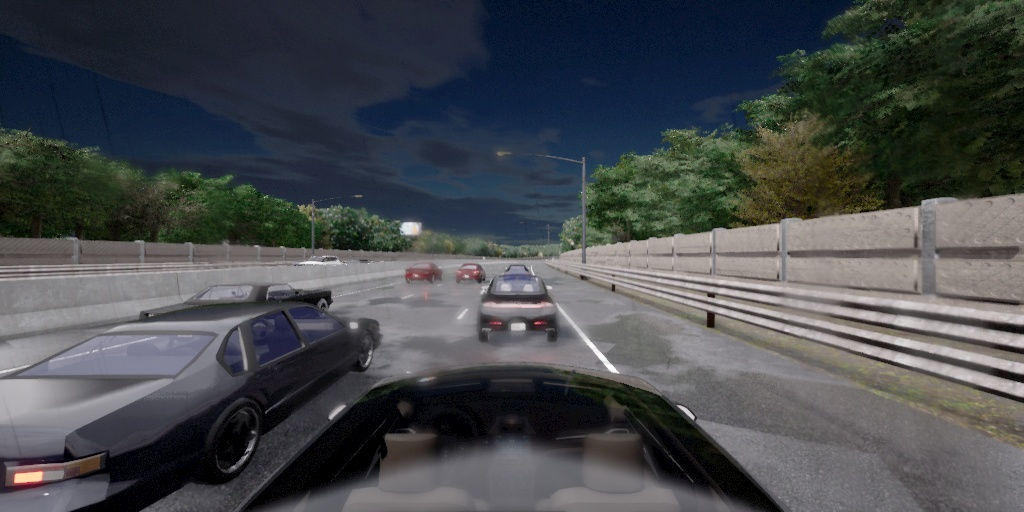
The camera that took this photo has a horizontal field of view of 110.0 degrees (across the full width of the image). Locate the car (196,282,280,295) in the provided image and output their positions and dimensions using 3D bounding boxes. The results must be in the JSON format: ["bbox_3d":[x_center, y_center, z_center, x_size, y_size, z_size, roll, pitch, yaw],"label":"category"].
[{"bbox_3d":[-6.856,1.350,9.763,1.895,1.301,4.718,0,0,0],"label":"car"}]

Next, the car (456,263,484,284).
[{"bbox_3d":[-3.092,1.288,27.374,1.812,1.442,4.674,0,0,1],"label":"car"}]

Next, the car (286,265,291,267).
[{"bbox_3d":[-23.909,1.343,40.693,1.994,1.385,4.181,0,0,2],"label":"car"}]

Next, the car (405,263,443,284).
[{"bbox_3d":[-6.584,1.239,27.382,1.882,1.535,5.008,0,0,1],"label":"car"}]

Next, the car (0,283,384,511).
[{"bbox_3d":[-3.375,1.296,4.545,2.033,1.411,5.357,0,0,-1],"label":"car"}]

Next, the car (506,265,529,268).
[{"bbox_3d":[0.405,1.328,26.762,1.994,1.385,4.181,0,0,1],"label":"car"}]

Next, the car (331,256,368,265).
[{"bbox_3d":[-16.972,1.130,38.634,2.097,1.767,4.553,0,0,2],"label":"car"}]

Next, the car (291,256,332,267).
[{"bbox_3d":[-20.493,0.997,38.284,2.150,2.045,5.566,0,0,2],"label":"car"}]

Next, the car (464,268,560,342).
[{"bbox_3d":[0.147,1.242,9.749,2.128,1.511,4.902,0,0,0],"label":"car"}]
